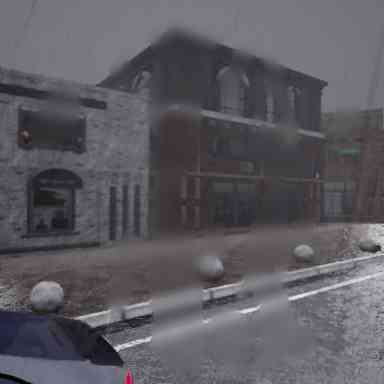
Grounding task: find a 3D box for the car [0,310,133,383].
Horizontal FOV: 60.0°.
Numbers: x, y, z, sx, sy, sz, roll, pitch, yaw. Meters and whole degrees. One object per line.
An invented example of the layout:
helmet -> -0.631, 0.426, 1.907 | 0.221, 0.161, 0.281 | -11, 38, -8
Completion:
car -> -2.423, 1.565, 1.955 | 4.181, 1.385, 1.994 | 0, 0, -35
